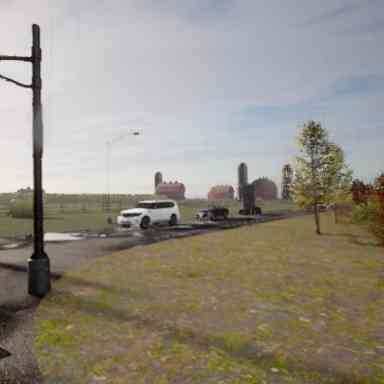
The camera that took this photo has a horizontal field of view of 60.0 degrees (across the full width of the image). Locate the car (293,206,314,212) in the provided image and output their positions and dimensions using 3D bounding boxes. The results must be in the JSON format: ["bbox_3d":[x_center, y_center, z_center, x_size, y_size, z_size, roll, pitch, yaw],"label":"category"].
[{"bbox_3d":[16.749,2.252,50.865,1.837,1.490,4.892,-2,-2,32],"label":"car"}]

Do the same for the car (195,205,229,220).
[{"bbox_3d":[2.146,2.069,34.443,2.128,1.511,4.902,-2,-2,32],"label":"car"}]

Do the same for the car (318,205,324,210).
[{"bbox_3d":[21.989,2.103,59.385,2.150,2.045,5.566,-2,-2,32],"label":"car"}]

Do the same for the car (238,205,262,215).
[{"bbox_3d":[7.494,2.270,42.952,1.994,1.385,4.181,-2,-2,32],"label":"car"}]

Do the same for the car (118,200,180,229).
[{"bbox_3d":[-3.197,1.672,25.935,2.150,2.045,5.566,-2,-2,34],"label":"car"}]
